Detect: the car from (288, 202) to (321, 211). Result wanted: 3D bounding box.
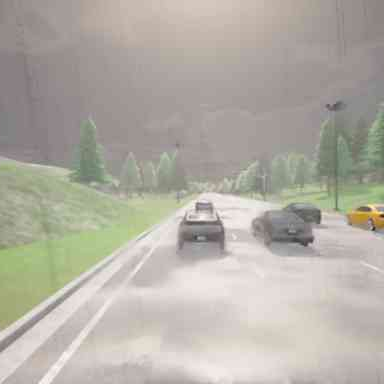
[{"bbox_3d":[7.800,1.476,24.183,1.882,1.535,5.008,0,0,2],"label":"car"}]

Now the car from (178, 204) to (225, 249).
[{"bbox_3d":[0.422,1.484,14.532,2.128,1.511,4.902,0,0,2],"label":"car"}]

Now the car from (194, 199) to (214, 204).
[{"bbox_3d":[1.277,1.475,35.346,2.128,1.511,4.902,0,0,2],"label":"car"}]

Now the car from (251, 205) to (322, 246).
[{"bbox_3d":[3.928,1.545,15.189,2.033,1.411,5.357,0,0,2],"label":"car"}]

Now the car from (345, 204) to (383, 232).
[{"bbox_3d":[11.143,1.482,20.349,1.882,1.535,5.008,0,0,2],"label":"car"}]
